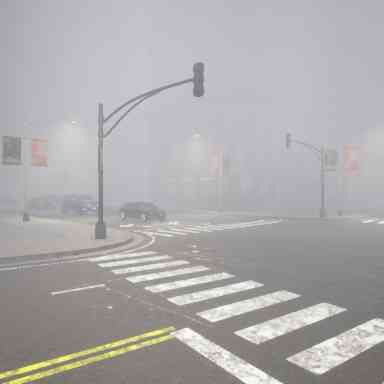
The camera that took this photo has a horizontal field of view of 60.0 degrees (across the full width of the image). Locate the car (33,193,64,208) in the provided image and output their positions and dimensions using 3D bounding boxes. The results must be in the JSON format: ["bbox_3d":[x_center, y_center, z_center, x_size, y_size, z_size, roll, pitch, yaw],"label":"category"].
[{"bbox_3d":[-20.771,1.204,48.095,5.566,2.045,2.150,0,0,45],"label":"car"}]

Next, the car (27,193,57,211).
[{"bbox_3d":[-18.561,1.333,41.019,2.097,1.767,4.553,0,0,-45],"label":"car"}]

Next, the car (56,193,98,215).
[{"bbox_3d":[-11.279,1.208,33.716,5.566,2.045,2.150,0,0,45],"label":"car"}]

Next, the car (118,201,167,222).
[{"bbox_3d":[-4.004,1.495,26.439,1.837,1.490,4.892,0,0,-44],"label":"car"}]

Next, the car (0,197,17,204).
[{"bbox_3d":[-33.655,1.532,60.987,1.994,1.385,4.181,0,0,-45],"label":"car"}]
